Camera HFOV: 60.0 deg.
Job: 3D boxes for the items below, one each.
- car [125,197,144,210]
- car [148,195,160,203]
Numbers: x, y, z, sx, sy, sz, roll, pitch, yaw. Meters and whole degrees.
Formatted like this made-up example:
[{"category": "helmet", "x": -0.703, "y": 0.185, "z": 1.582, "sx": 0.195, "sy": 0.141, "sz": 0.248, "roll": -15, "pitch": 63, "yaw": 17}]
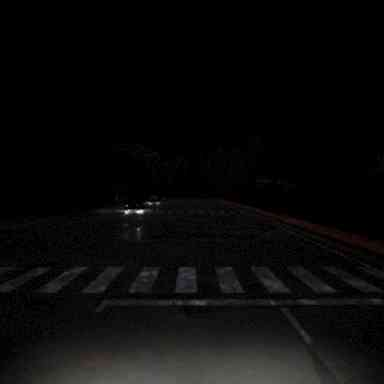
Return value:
[{"category": "car", "x": -6.968, "y": 1.424, "z": 40.756, "sx": 1.837, "sy": 1.490, "sz": 4.892, "roll": 0, "pitch": 2, "yaw": -1}, {"category": "car", "x": -7.408, "y": 1.311, "z": 65.704, "sx": 1.812, "sy": 1.442, "sz": 4.674, "roll": 0, "pitch": 0, "yaw": -1}]
